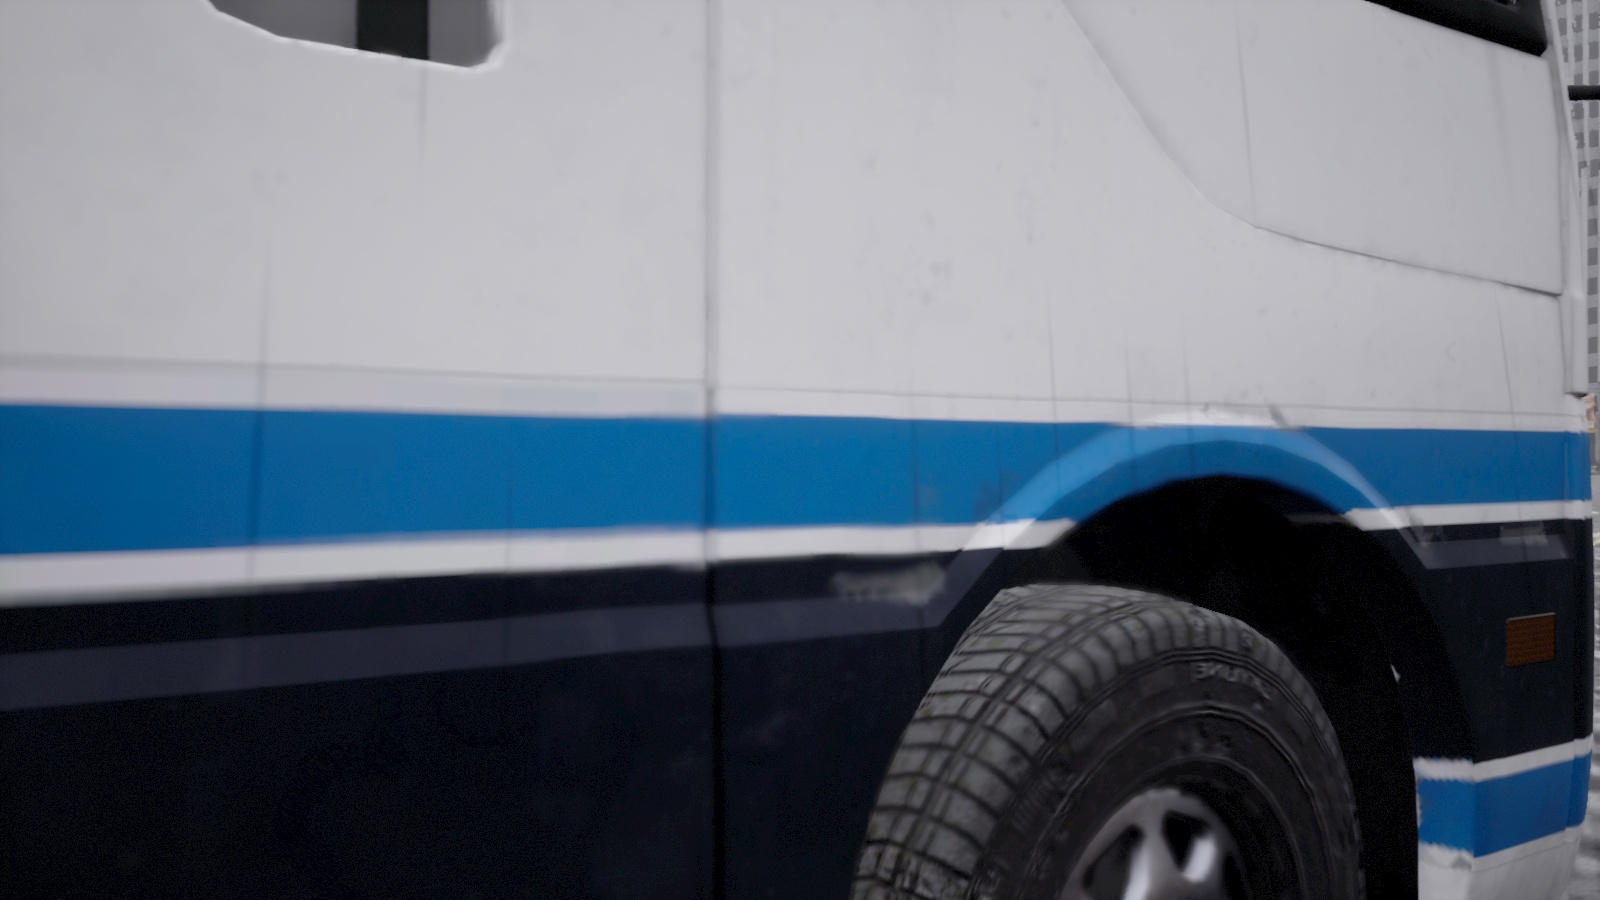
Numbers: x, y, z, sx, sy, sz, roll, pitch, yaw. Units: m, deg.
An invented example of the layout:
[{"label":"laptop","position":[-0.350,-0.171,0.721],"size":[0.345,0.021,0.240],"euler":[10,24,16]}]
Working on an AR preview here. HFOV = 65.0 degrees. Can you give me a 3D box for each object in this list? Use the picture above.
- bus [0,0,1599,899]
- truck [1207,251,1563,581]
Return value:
[{"label":"bus","position":[-2.775,-0.619,1.658],"size":[10.273,4.253,3.944],"euler":[0,0,-32]},{"label":"truck","position":[9.068,-0.386,18.747],"size":[2.891,3.827,8.468],"euler":[0,0,39]}]
